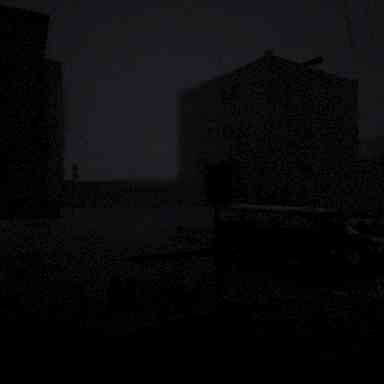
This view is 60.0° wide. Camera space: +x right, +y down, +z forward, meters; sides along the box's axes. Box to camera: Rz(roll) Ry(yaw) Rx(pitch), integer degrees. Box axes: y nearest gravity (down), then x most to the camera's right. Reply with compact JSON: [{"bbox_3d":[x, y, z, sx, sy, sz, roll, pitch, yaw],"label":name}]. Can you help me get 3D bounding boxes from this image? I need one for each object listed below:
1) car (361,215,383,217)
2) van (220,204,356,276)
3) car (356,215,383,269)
[{"bbox_3d":[7.300,1.734,14.177,2.185,1.767,4.553,3,-2,-35],"label":"car"},{"bbox_3d":[2.690,1.422,11.068,1.878,1.987,4.442,2,-1,-35],"label":"van"},{"bbox_3d":[5.006,1.744,12.584,2.097,1.535,5.008,2,-1,-35],"label":"car"}]
